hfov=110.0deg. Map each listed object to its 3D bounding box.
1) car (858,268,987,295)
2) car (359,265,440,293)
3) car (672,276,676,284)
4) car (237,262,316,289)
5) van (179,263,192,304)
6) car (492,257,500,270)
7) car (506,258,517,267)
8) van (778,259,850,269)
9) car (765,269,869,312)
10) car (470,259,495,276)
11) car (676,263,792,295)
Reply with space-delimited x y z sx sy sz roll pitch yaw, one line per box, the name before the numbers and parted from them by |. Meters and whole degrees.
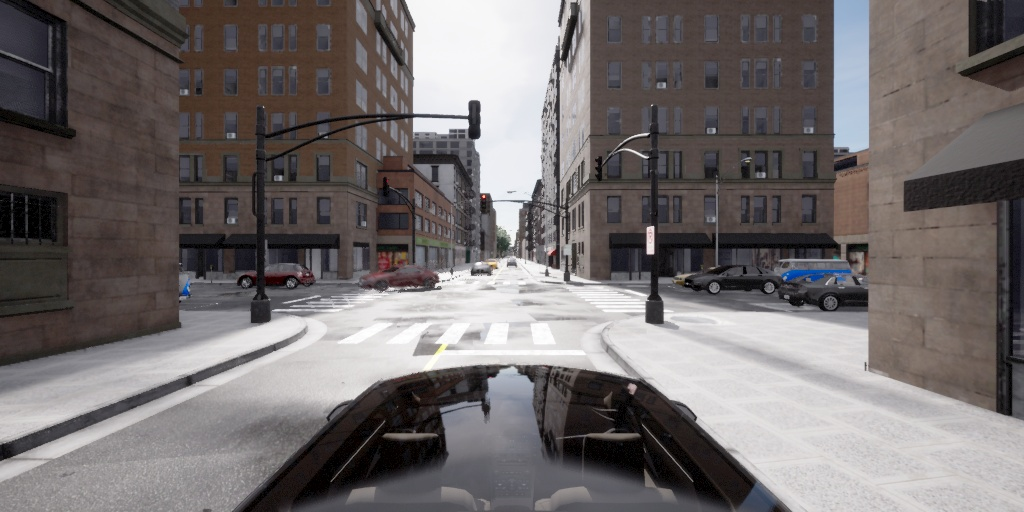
car | 21.951 1.346 19.324 4.718 1.301 1.895 0 0 1
car | -6.476 1.266 21.066 4.674 1.442 1.812 0 1 -41
car | 12.410 1.264 21.986 4.829 1.417 1.751 0 0 1
car | -14.615 1.172 22.251 4.097 1.591 1.967 0 0 1
van | -14.681 1.089 13.726 3.998 1.789 1.690 0 0 1
car | -3.123 1.202 53.144 1.882 1.535 5.008 0 0 0
car | -0.038 1.260 63.733 2.033 1.411 5.357 0 0 0
van | 18.249 1.080 21.929 3.998 1.789 1.690 0 0 1
car | 12.514 1.305 13.460 4.403 1.370 2.007 0 0 1
car | -3.120 1.302 37.043 1.994 1.385 4.181 0 0 0
car | 11.918 1.248 19.434 4.892 1.490 1.837 0 0 -1
